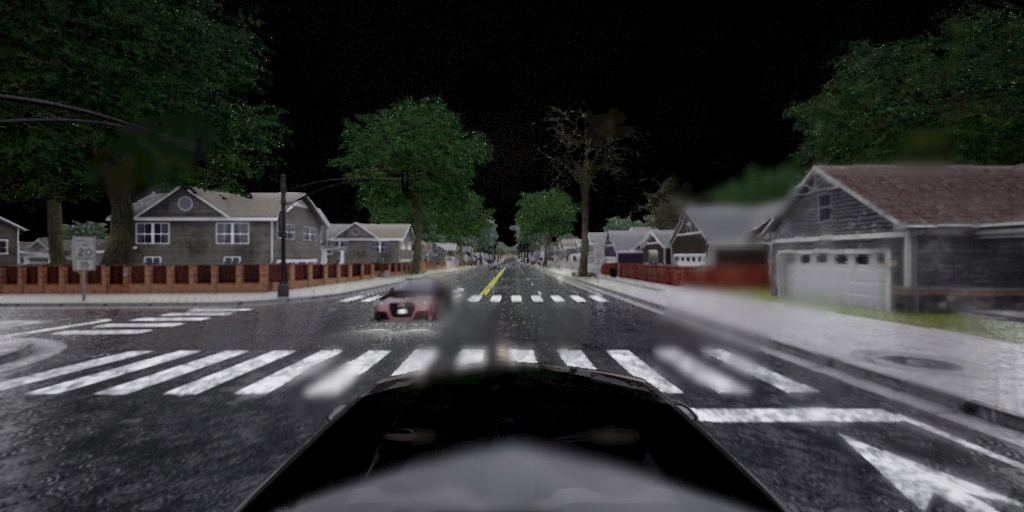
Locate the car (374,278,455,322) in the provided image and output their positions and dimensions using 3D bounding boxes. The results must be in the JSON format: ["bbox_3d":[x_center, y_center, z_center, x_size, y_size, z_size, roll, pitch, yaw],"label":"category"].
[{"bbox_3d":[-3.250,1.466,12.617,1.994,1.385,4.181,0,0,0],"label":"car"}]
